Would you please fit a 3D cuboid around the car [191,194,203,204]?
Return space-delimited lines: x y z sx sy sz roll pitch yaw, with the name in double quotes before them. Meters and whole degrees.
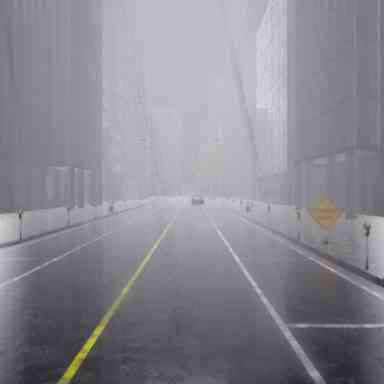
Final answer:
"car" 0.897 1.303 62.615 2.097 1.767 4.553 0 0 0

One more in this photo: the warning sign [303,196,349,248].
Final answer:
"warning sign" 5.066 1.100 12.650 1.300 1.860 1.060 0 0 0

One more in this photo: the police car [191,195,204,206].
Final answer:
"police car" 0.900 1.389 52.757 1.930 1.638 5.238 0 0 0
